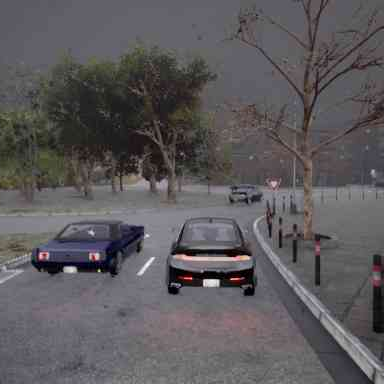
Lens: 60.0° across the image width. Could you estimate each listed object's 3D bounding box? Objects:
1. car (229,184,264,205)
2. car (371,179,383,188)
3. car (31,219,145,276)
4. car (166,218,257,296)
[{"bbox_3d":[5.283,0.360,31.787,2.128,1.511,4.902,2,4,34],"label":"car"},{"bbox_3d":[34.490,-1.567,59.918,2.185,1.767,4.553,-1,4,-16],"label":"car"},{"bbox_3d":[-2.709,1.467,9.963,1.895,1.301,4.718,0,1,3],"label":"car"},{"bbox_3d":[0.474,1.398,8.484,2.128,1.511,4.902,0,1,3],"label":"car"}]
